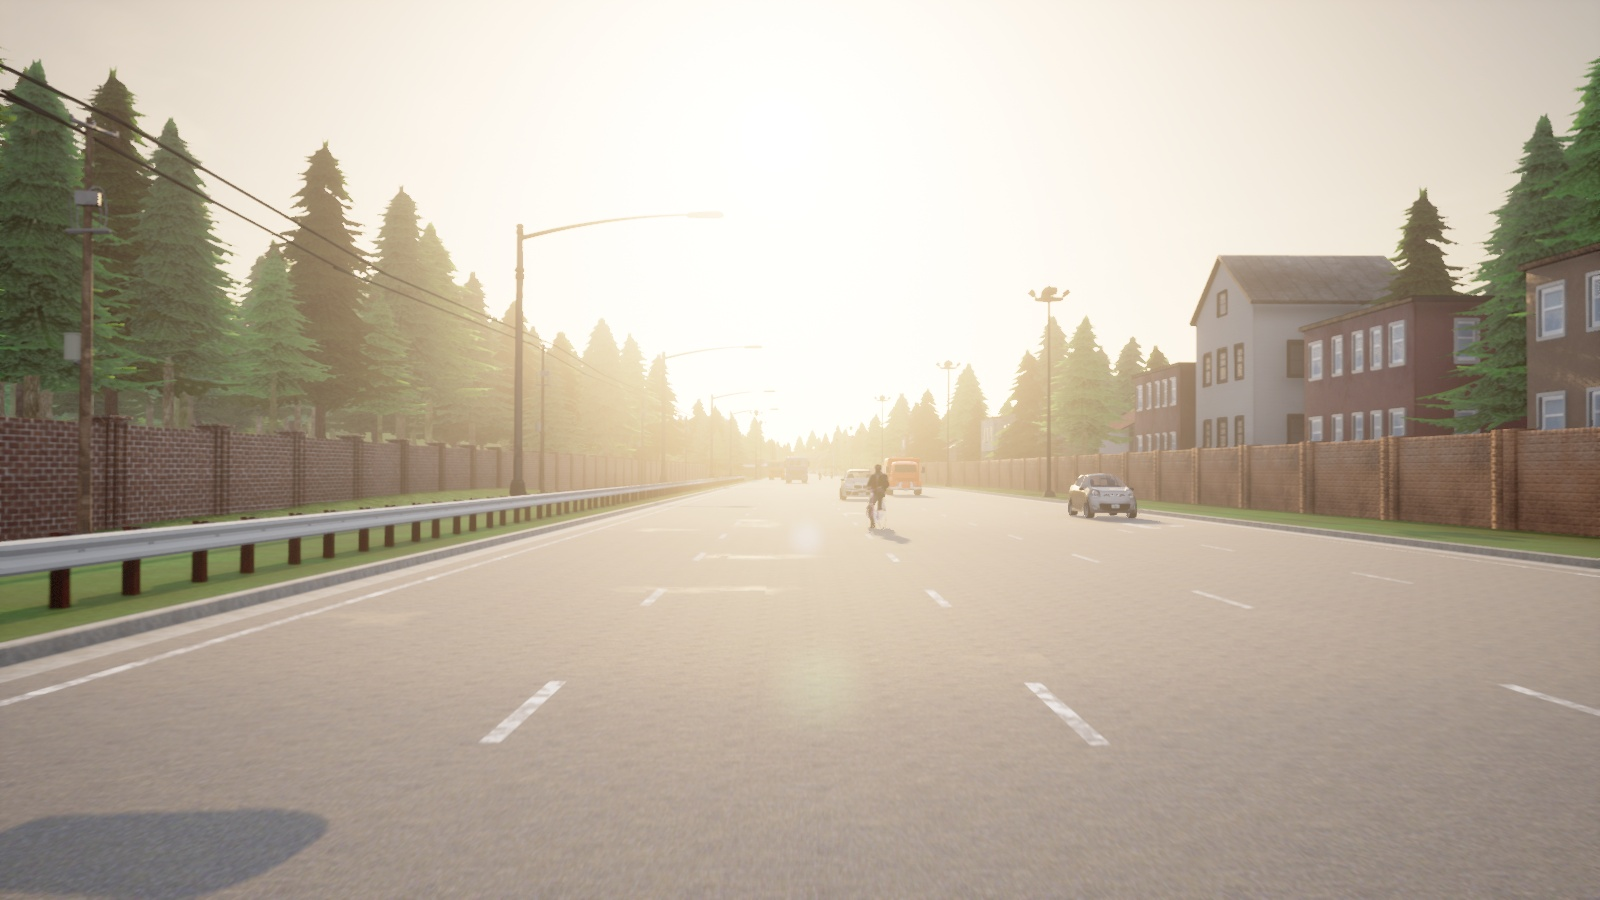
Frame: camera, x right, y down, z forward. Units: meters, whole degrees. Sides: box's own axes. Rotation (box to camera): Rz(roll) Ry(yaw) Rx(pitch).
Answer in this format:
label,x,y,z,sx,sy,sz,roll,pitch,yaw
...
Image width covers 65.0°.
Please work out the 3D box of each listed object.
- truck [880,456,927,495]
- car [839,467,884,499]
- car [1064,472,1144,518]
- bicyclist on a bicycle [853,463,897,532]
label,x,y,z,sx,sy,sz,roll,pitch,yaw
truck,6.796,1.689,82.990,2.627,2.467,5.204,0,-1,0
car,3.331,1.803,69.156,2.242,1.667,4.611,0,-1,0
car,10.395,1.509,43.145,1.845,1.501,3.633,0,-1,0
bicyclist on a bicycle,1.983,1.232,33.121,0.659,1.776,1.843,-1,-1,20
